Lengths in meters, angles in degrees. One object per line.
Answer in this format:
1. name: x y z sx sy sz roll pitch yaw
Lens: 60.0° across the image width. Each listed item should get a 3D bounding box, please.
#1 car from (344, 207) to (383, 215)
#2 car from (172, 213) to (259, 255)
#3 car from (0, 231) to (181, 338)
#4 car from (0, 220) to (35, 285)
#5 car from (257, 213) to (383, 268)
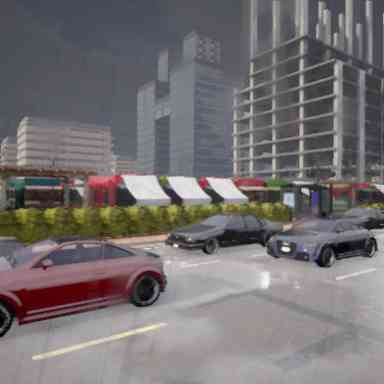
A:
1. car: 10.210 1.627 19.793 5.357 1.411 2.033 0 0 -35
2. car: 1.581 1.586 13.708 5.357 1.411 2.033 0 0 -35
3. car: -2.565 1.571 6.457 4.181 1.385 1.994 0 0 -35
4. car: -6.789 1.545 7.755 5.357 1.411 2.033 0 0 -35
5. car: 4.549 1.606 11.519 4.181 1.385 1.994 0 0 -35
